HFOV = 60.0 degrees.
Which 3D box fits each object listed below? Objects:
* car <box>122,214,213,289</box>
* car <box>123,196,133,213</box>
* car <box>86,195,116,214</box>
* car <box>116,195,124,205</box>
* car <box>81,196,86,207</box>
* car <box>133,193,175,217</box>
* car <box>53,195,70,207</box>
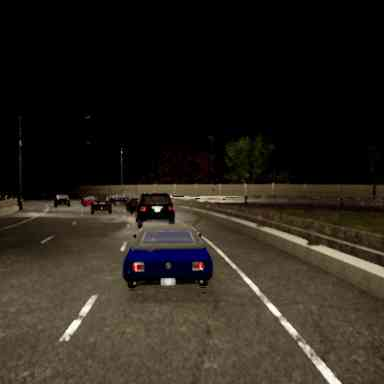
[{"bbox_3d":[-0.657,1.526,8.996,1.895,1.301,4.718,0,0,-5],"label":"car"},{"bbox_3d":[-5.336,1.296,32.618,1.994,1.385,4.181,0,1,-17],"label":"car"},{"bbox_3d":[-8.898,1.226,32.363,2.128,1.511,4.902,0,0,-18],"label":"car"},{"bbox_3d":[-10.071,1.118,45.091,2.128,1.511,4.902,0,0,-24],"label":"car"},{"bbox_3d":[-13.777,1.199,44.802,1.994,1.385,4.181,0,1,-24],"label":"car"},{"bbox_3d":[-2.432,1.050,21.032,2.150,2.045,5.566,0,1,-11],"label":"car"},{"bbox_3d":[-17.016,1.136,43.498,2.128,1.511,4.902,0,0,-24],"label":"car"}]
